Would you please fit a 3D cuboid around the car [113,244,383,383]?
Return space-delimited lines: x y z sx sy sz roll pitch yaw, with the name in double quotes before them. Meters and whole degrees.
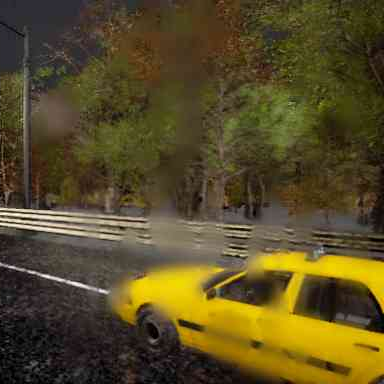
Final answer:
"car" 1.270 1.448 4.254 5.366 1.575 1.801 0 0 35
